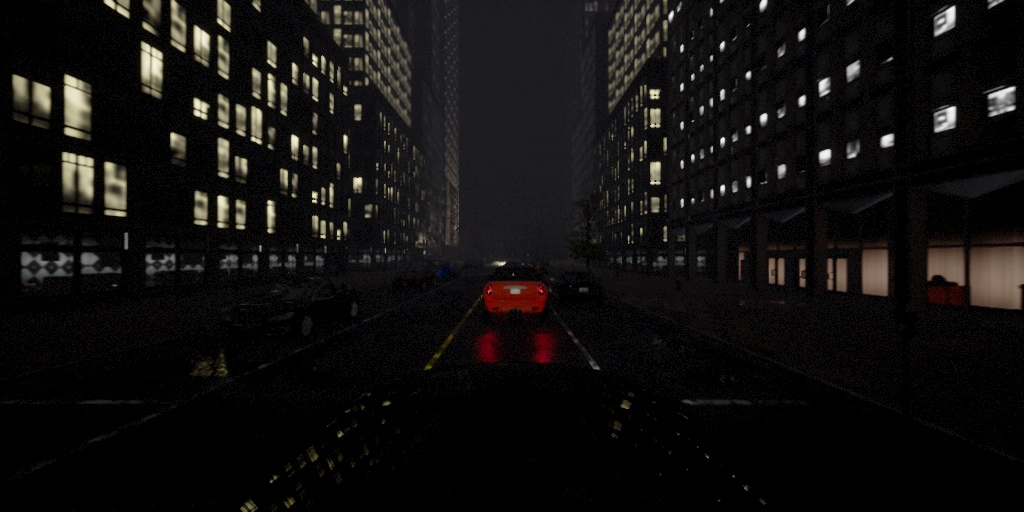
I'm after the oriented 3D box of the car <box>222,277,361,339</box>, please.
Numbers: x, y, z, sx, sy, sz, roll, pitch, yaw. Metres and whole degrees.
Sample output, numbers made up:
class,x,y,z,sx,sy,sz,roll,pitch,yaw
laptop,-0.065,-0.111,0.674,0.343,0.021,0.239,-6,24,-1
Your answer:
class,x,y,z,sx,sy,sz,roll,pitch,yaw
car,-5.691,1.293,9.869,2.007,1.370,4.403,0,0,0

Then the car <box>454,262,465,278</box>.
class,x,y,z,sx,sy,sz,roll,pitch,yaw
car,-5.689,1.300,32.638,1.802,1.307,4.207,0,0,0

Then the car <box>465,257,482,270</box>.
class,x,y,z,sx,sy,sz,roll,pitch,yaw
car,-5.688,1.135,49.714,1.967,1.591,4.097,0,0,0

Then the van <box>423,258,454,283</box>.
class,x,y,z,sx,sy,sz,roll,pitch,yaw
van,-5.690,1.066,26.946,1.690,1.789,3.998,0,0,0

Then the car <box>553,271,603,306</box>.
class,x,y,z,sx,sy,sz,roll,pitch,yaw
car,2.691,1.303,15.548,1.948,1.339,4.313,0,0,0

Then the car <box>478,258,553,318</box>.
class,x,y,z,sx,sy,sz,roll,pitch,yaw
car,0.100,1.092,13.012,2.097,1.767,4.553,0,0,0

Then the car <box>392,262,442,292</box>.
class,x,y,z,sx,sy,sz,roll,pitch,yaw
car,-5.690,1.276,21.253,1.888,1.381,4.507,0,0,0
